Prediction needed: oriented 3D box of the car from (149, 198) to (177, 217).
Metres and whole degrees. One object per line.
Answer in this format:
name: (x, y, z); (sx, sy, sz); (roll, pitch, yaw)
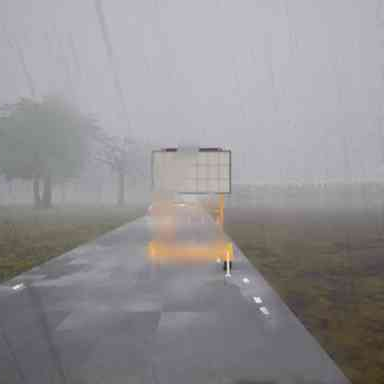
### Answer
car: (-2.881, 1.416, 31.801); (2.097, 1.767, 4.553); (0, 0, 0)

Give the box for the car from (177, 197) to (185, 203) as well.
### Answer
car: (-2.819, 1.978, 72.804); (1.895, 1.301, 4.718); (0, 0, 0)

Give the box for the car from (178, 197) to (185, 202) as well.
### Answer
car: (-2.836, 2.049, 90.252); (1.994, 1.385, 4.181); (0, 0, 0)

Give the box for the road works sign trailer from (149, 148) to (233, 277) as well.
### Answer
road works sign trailer: (-0.004, 0.461, 10.274); (2.380, 3.560, 2.880); (0, 0, 1)
